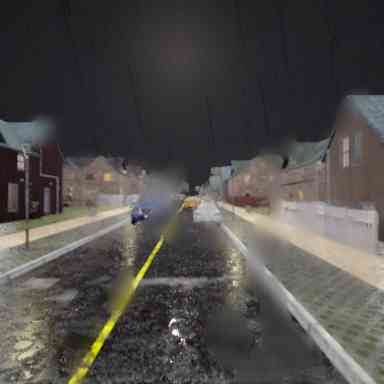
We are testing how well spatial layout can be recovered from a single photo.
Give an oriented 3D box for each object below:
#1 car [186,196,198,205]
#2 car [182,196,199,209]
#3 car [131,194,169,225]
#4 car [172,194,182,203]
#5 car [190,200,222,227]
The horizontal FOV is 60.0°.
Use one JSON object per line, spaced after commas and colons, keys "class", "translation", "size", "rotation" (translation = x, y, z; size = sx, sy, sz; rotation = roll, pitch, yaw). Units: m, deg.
{"class": "car", "translation": [-0.002, 1.380, 55.824], "size": [1.837, 1.490, 4.892], "rotation": [0, 0, 0]}
{"class": "car", "translation": [0.019, 1.371, 42.667], "size": [1.882, 1.535, 5.008], "rotation": [0, 0, 1]}
{"class": "car", "translation": [-2.849, 1.154, 23.544], "size": [2.150, 2.045, 5.566], "rotation": [0, 0, 0]}
{"class": "car", "translation": [-2.764, 1.221, 65.630], "size": [2.097, 1.767, 4.553], "rotation": [0, 0, 0]}
{"class": "car", "translation": [0.962, 1.462, 22.037], "size": [1.812, 1.442, 4.674], "rotation": [0, 0, 0]}
